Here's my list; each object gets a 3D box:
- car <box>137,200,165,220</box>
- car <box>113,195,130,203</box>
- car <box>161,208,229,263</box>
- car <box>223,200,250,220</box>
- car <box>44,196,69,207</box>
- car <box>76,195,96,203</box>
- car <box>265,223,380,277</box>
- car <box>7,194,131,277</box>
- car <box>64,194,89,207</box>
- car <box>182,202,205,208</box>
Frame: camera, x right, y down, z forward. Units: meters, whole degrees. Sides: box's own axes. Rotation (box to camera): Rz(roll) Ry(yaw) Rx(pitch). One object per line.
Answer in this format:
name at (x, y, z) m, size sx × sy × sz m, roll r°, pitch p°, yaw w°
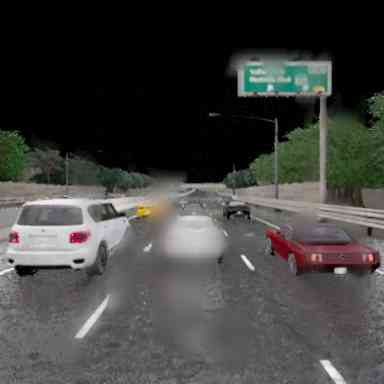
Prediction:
car at (-3.339, 1.425, 28.010) m, size 1.882 × 1.535 × 5.008 m, roll 0°, pitch 0°, yaw 1°
car at (-13.597, 1.362, 64.008) m, size 2.128 × 1.511 × 4.902 m, roll 0°, pitch 0°, yaw 1°
car at (0.090, 1.510, 11.849) m, size 1.812 × 1.442 × 4.674 m, roll 0°, pitch 0°, yaw 0°
car at (3.663, 1.425, 27.968) m, size 1.882 × 1.535 × 5.008 m, roll 0°, pitch 0°, yaw 1°
car at (-20.782, 1.394, 51.257) m, size 1.837 × 1.490 × 4.892 m, roll 0°, pitch 0°, yaw 1°
car at (-20.571, 1.399, 64.864) m, size 2.033 × 1.411 × 5.357 m, roll 0°, pitch 0°, yaw 1°
car at (3.579, 1.589, 10.166) m, size 1.895 × 1.301 × 4.718 m, roll 0°, pitch 0°, yaw 1°
car at (-3.422, 1.211, 10.387) m, size 2.150 × 2.045 × 5.566 m, roll 0°, pitch 0°, yaw 1°
car at (-17.310, 1.247, 49.902) m, size 2.097 × 1.767 × 4.553 m, roll 0°, pitch 0°, yaw 1°
car at (0.153, 1.514, 27.053) m, size 1.994 × 1.385 × 4.181 m, roll 0°, pitch 0°, yaw 1°
